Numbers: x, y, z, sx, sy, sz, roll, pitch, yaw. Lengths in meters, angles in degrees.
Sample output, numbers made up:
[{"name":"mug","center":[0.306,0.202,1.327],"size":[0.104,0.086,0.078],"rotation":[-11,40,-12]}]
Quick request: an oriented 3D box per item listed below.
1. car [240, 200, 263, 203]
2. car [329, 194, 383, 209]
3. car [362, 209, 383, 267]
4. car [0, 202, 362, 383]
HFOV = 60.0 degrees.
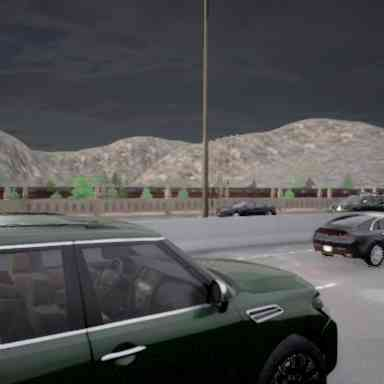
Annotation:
[{"name":"car","center":[4.267,1.412,26.144],"size":[5.008,1.535,1.882],"rotation":[0,0,-25]},{"name":"car","center":[13.341,1.192,26.181],"size":[5.566,2.045,2.150],"rotation":[0,0,-20]},{"name":"car","center":[6.305,1.492,11.341],"size":[4.892,1.490,1.837],"rotation":[0,0,-28]},{"name":"car","center":[-1.102,1.207,2.867],"size":[5.566,2.045,2.150],"rotation":[0,0,-35]}]
